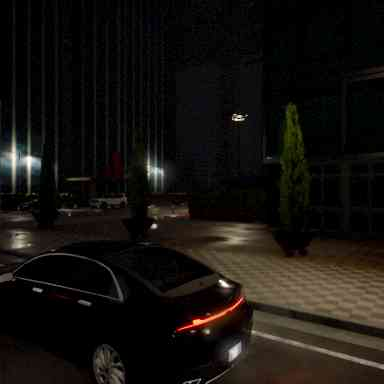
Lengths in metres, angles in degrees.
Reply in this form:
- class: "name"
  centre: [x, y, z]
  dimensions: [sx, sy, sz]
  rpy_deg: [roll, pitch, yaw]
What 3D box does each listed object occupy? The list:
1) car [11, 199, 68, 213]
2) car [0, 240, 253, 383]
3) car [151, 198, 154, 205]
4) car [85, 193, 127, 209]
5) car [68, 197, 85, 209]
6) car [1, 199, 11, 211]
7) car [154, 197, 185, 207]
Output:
- class: "car"
  centre: [-17.080, 1.491, 37.459]
  dimensions: [2.128, 1.511, 4.902]
  rpy_deg: [0, 0, 35]
- class: "car"
  centre: [-1.496, 1.505, 5.070]
  dimensions: [4.892, 1.490, 1.837]
  rpy_deg: [0, 0, 36]
- class: "car"
  centre: [-5.562, 1.564, 53.835]
  dimensions: [1.994, 1.385, 4.181]
  rpy_deg: [0, 0, 35]
- class: "car"
  centre: [-11.363, 1.221, 45.597]
  dimensions: [2.150, 2.045, 5.566]
  rpy_deg: [0, 0, 35]
- class: "car"
  centre: [-15.381, 1.505, 45.966]
  dimensions: [1.837, 1.490, 4.892]
  rpy_deg: [0, 0, 35]
- class: "car"
  centre: [-21.028, 1.547, 37.921]
  dimensions: [2.033, 1.411, 5.357]
  rpy_deg: [0, 0, 35]
- class: "car"
  centre: [-3.028, 1.477, 51.037]
  dimensions: [1.882, 1.535, 5.008]
  rpy_deg: [0, 0, 35]
